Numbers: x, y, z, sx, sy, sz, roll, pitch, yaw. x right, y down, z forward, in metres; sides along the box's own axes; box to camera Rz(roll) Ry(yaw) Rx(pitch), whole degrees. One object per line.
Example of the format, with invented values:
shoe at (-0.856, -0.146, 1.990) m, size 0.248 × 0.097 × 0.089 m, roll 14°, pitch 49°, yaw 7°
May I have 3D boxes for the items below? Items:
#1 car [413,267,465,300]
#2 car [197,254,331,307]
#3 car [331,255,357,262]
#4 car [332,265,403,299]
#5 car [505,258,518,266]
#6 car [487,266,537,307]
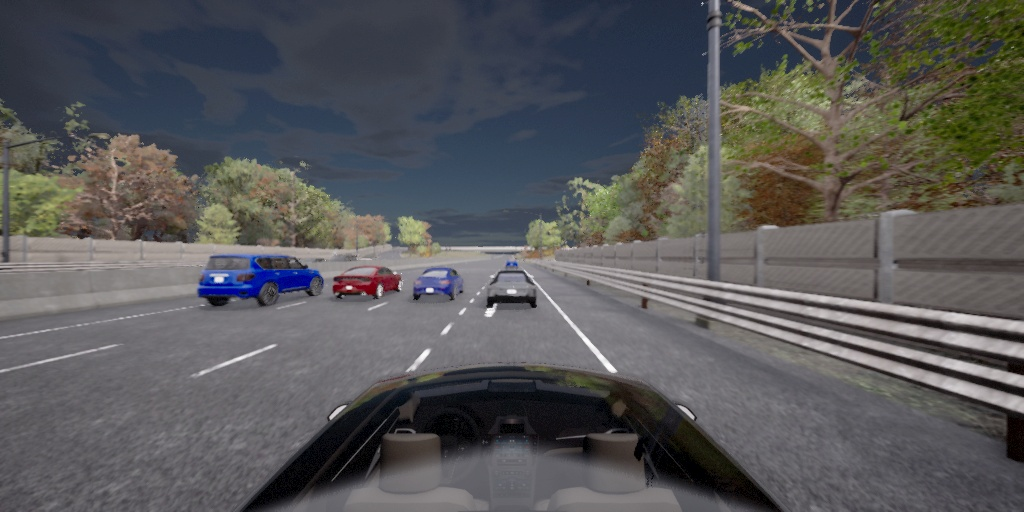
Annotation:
car at (-3.411, 1.240, 17.191) m, size 1.812 × 1.442 × 4.674 m, roll 0°, pitch 0°, yaw 0°
car at (-10.411, 0.929, 15.417) m, size 2.150 × 2.045 × 5.566 m, roll 0°, pitch 0°, yaw 0°
car at (-21.087, 0.882, 44.320) m, size 2.150 × 2.045 × 5.566 m, roll 0°, pitch 0°, yaw 0°
car at (-6.909, 1.186, 17.690) m, size 1.882 × 1.535 × 5.008 m, roll 0°, pitch 0°, yaw 0°
car at (-0.042, 1.175, 57.968) m, size 1.882 × 1.535 × 5.008 m, roll 0°, pitch 0°, yaw 0°
car at (-0.011, 1.287, 15.293) m, size 1.994 × 1.385 × 4.181 m, roll 0°, pitch 0°, yaw 0°
